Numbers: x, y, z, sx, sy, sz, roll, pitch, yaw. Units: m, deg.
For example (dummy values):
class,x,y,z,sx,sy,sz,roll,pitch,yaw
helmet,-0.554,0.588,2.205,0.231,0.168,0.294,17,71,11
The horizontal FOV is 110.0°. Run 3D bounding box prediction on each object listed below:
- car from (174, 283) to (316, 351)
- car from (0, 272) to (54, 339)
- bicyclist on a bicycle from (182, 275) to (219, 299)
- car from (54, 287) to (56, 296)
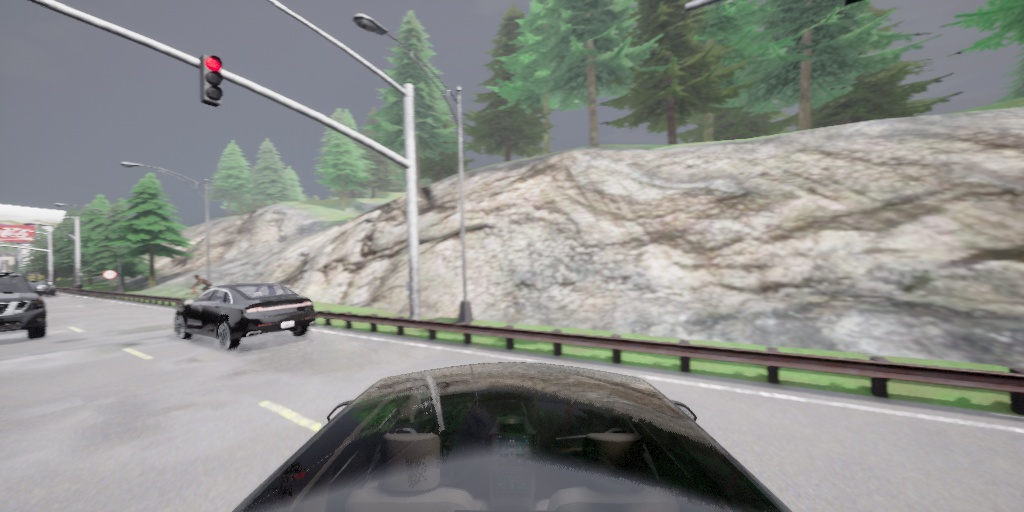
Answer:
class,x,y,z,sx,sy,sz,roll,pitch,yaw
car,-7.444,1.507,9.886,4.902,1.511,2.128,-2,-1,32
car,-16.444,1.540,11.075,5.566,2.045,2.150,-2,-1,32
bicyclist on a bicycle,-17.438,1.861,20.095,0.582,1.620,1.656,-2,1,32
car,-42.240,2.894,31.757,4.181,1.385,1.994,-2,-1,32
